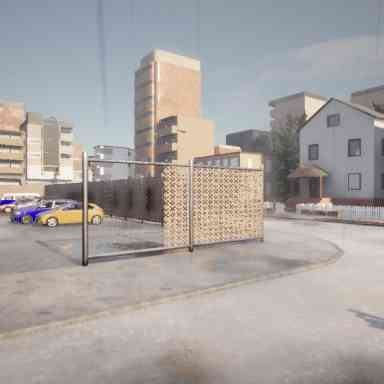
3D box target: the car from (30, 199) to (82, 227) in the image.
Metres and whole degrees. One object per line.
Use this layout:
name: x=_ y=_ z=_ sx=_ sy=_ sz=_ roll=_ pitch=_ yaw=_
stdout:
car: x=-7.861 y=1.416 z=21.537 sx=4.193 sy=1.474 sz=1.816 roll=0 pitch=0 yaw=-36

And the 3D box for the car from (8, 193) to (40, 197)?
car: x=-12.595 y=1.242 z=27.326 sx=3.866 sy=1.878 sz=1.905 roll=0 pitch=0 yaw=-36

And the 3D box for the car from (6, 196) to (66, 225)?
car: x=-10.305 y=1.348 z=23.688 sx=4.611 sy=1.667 sz=2.242 roll=0 pitch=0 yaw=-36

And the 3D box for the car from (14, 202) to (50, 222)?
car: x=-12.041 y=1.451 z=25.065 sx=2.207 sy=1.379 sz=1.481 roll=0 pitch=0 yaw=-36

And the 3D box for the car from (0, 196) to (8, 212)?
car: x=-17.873 y=1.474 z=35.595 sx=5.357 sy=1.415 sz=2.033 roll=0 pitch=0 yaw=-36

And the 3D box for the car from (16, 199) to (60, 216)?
car: x=-14.816 y=1.413 z=32.028 sx=3.633 sy=1.501 sz=1.845 roll=0 pitch=0 yaw=-36

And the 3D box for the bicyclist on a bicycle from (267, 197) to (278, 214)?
bicyclist on a bicycle: x=7.743 y=1.349 z=31.975 sx=1.656 sy=1.620 sz=0.582 roll=0 pitch=0 yaw=-36

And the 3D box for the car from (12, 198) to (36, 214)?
car: x=-17.871 y=1.402 z=35.318 sx=1.789 sy=1.547 sz=3.705 roll=0 pitch=0 yaw=-36
